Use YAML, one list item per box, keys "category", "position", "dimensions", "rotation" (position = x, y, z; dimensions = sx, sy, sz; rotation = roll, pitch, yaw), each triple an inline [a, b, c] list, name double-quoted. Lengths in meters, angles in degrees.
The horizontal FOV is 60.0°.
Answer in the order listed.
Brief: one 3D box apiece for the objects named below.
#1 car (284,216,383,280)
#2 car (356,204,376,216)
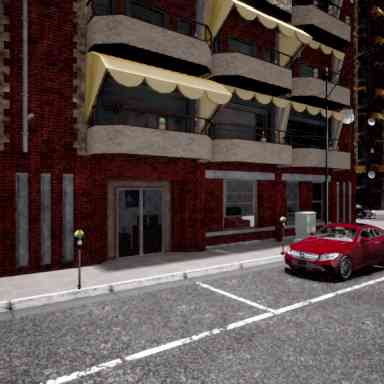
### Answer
- category: "car"
  position: [4.561, 1.581, 9.865]
  dimensions: [4.206, 1.307, 1.802]
  rotation: [0, 0, -35]
- category: "car"
  position: [15.505, 1.804, 32.912]
  dimensions: [2.128, 1.511, 4.902]
  rotation: [0, -1, -36]
